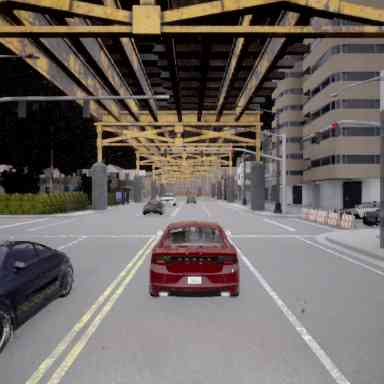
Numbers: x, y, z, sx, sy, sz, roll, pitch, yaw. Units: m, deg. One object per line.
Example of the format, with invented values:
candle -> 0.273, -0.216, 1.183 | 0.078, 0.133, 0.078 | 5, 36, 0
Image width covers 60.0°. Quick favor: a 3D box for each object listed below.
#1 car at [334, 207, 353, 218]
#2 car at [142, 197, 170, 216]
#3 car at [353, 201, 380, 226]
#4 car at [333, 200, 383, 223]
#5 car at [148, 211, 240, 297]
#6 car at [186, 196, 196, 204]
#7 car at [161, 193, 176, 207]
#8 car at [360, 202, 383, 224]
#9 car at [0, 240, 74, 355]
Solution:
car -> 13.581, 1.295, 25.453 | 4.536, 1.218, 1.853 | 0, 0, 25
car -> -3.671, 1.547, 32.787 | 2.033, 1.411, 5.357 | 0, 0, 0
car -> 13.216, 1.453, 21.315 | 4.974, 1.542, 2.038 | 0, 0, -20
car -> 13.534, 1.453, 25.474 | 4.974, 1.542, 2.038 | 0, 0, 25
car -> 0.056, 1.478, 8.619 | 1.882, 1.535, 5.008 | 0, 0, 0
car -> -0.137, 1.547, 63.294 | 2.033, 1.411, 5.357 | 0, 0, 0
car -> -3.692, 1.224, 52.990 | 2.150, 2.045, 5.566 | 0, 0, 0
car -> 13.265, 1.295, 21.333 | 4.536, 1.218, 1.853 | 0, 0, -20
car -> -3.612, 1.564, 5.743 | 1.994, 1.385, 4.181 | 0, 0, 0
